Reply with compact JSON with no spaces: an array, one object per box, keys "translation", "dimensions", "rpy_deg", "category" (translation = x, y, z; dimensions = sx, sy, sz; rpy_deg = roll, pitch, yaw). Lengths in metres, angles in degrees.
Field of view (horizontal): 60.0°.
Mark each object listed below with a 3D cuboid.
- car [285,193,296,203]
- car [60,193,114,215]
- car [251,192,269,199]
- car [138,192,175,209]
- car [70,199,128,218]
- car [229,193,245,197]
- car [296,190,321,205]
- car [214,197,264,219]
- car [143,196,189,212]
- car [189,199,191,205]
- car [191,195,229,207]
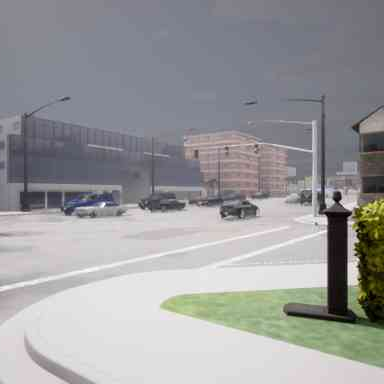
[{"translation":[15.899,0.894,51.363],"dimensions":[1.812,1.442,4.674],"rpy_deg":[0,1,35],"category":"car"},{"translation":[-10.120,1.171,32.903],"dimensions":[2.150,2.045,5.566],"rpy_deg":[0,0,35],"category":"car"},{"translation":[13.714,0.733,66.763],"dimensions":[2.033,1.411,5.357],"rpy_deg":[0,0,36],"category":"car"},{"translation":[-4.180,1.072,41.378],"dimensions":[2.150,2.045,5.566],"rpy_deg":[0,1,36],"category":"car"},{"translation":[-8.083,1.555,29.706],"dimensions":[1.895,1.301,4.718],"rpy_deg":[0,0,35],"category":"car"},{"translation":[7.544,0.901,58.079],"dimensions":[2.033,1.411,5.357],"rpy_deg":[0,1,35],"category":"car"},{"translation":[16.934,0.677,46.764],"dimensions":[2.150,2.045,5.566],"rpy_deg":[0,2,35],"category":"car"},{"translation":[4.122,1.431,28.472],"dimensions":[1.837,1.490,4.892],"rpy_deg":[0,1,35],"category":"car"},{"translation":[-2.826,1.493,37.210],"dimensions":[1.895,1.301,4.718],"rpy_deg":[0,1,35],"category":"car"},{"translation":[1.423,1.246,49.370],"dimensions":[1.895,1.301,4.718],"rpy_deg":[0,2,35],"category":"car"},{"translation":[2.443,1.217,44.727],"dimensions":[2.128,1.511,4.902],"rpy_deg":[0,1,35],"category":"car"}]
